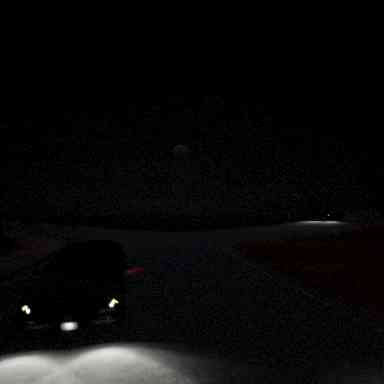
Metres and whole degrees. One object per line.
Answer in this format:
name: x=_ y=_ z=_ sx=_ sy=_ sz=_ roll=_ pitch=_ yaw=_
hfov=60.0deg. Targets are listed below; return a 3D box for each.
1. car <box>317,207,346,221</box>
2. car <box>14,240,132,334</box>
car: x=15.644 y=2.422 z=37.277 sx=1.837 sy=1.490 sz=4.892 roll=-3 pitch=-3 yaw=42
car: x=-2.479 y=1.913 z=8.066 sx=2.033 sy=1.411 sz=5.357 roll=-1 pitch=-2 yaw=-10
